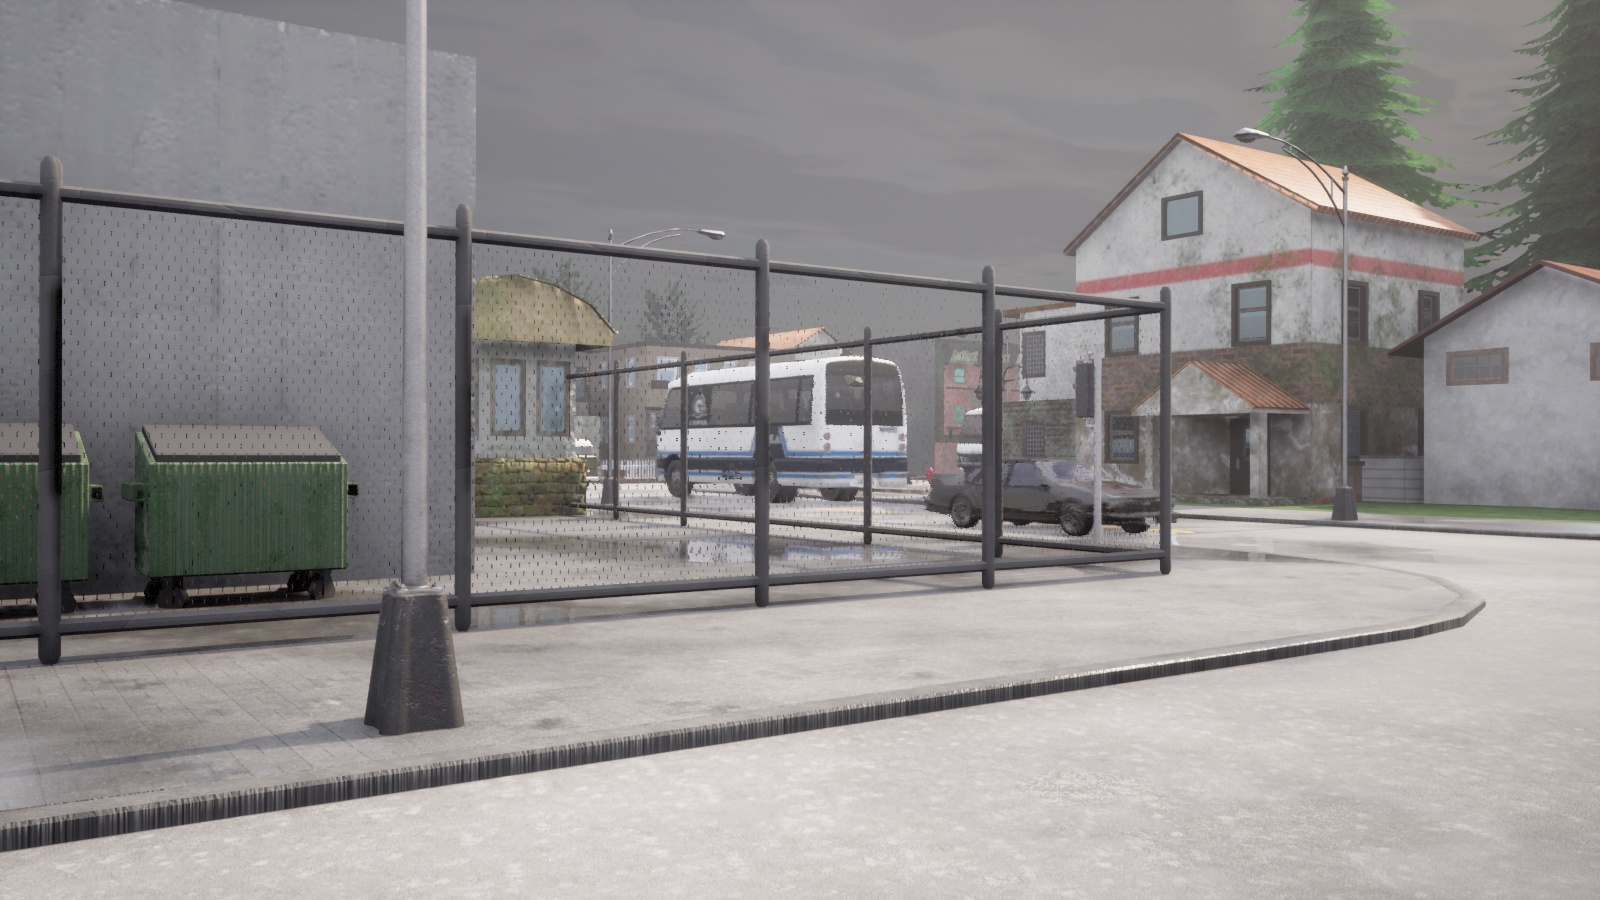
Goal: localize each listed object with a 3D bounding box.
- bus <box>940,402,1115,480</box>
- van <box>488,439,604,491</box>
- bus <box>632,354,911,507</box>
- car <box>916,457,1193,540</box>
[{"bbox_3d":[13.354,-0.481,73.223,10.273,4.253,3.944,0,0,-35],"label":"bus"},{"bbox_3d":[-10.434,0.616,51.496,4.480,2.038,2.069,0,-1,34],"label":"van"},{"bbox_3d":[-1.265,-0.531,40.218,3.944,4.253,10.273,0,0,-34],"label":"bus"},{"bbox_3d":[4.755,0.842,24.367,2.033,1.411,5.357,0,0,-34],"label":"car"}]
